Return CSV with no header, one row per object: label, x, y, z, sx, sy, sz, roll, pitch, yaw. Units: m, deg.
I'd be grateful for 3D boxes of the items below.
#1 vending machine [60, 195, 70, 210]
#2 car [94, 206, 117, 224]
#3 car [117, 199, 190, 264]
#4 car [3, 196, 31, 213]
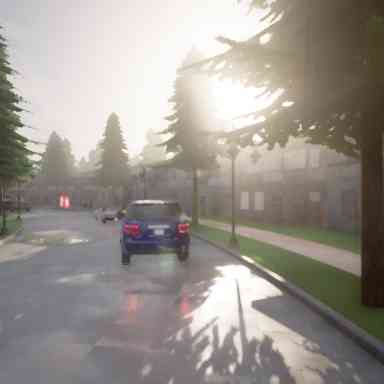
vending machine,-18.902,1.525,49.495,0.880,2.100,1.100,-1,0,41
car,-6.570,1.760,26.733,1.895,1.301,4.718,0,0,-26
car,-1.557,1.287,12.365,2.150,2.045,5.566,0,0,-13
car,-22.546,1.535,42.444,5.566,2.045,2.150,0,0,43
